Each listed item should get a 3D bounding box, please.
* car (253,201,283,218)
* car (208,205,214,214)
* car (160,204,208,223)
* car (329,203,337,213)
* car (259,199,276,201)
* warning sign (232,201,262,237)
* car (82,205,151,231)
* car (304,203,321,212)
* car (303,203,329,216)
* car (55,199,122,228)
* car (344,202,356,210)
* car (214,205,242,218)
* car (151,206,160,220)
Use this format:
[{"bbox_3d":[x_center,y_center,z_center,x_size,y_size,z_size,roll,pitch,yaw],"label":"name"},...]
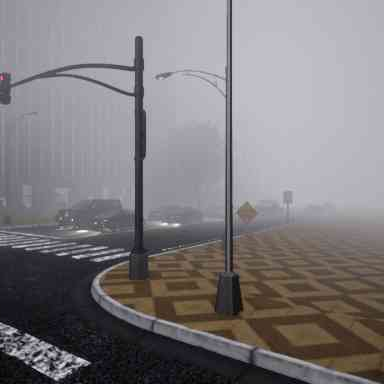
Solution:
[{"bbox_3d":[9.328,2.185,39.480,1.882,1.535,5.008,0,-1,33],"label":"car"},{"bbox_3d":[3.022,2.279,42.043,1.895,1.301,4.718,0,-1,32],"label":"car"},{"bbox_3d":[-0.648,2.033,30.321,1.994,1.385,4.181,0,-1,32],"label":"car"},{"bbox_3d":[21.757,2.537,53.031,1.837,1.490,4.892,0,-1,33],"label":"car"},{"bbox_3d":[10.650,2.064,47.846,2.150,2.045,5.566,0,-1,33],"label":"car"},{"bbox_3d":[3.069,1.454,18.572,1.300,1.860,1.060,1,1,33],"label":"warning sign"},{"bbox_3d":[-5.177,1.883,23.254,1.994,1.385,4.181,0,-1,32],"label":"car"},{"bbox_3d":[20.869,2.612,57.490,1.812,1.442,4.674,0,-1,33],"label":"car"},{"bbox_3d":[16.469,2.406,44.693,2.033,1.411,5.357,0,-1,33],"label":"car"},{"bbox_3d":[-7.627,1.547,25.450,2.150,2.045,5.566,0,-1,33],"label":"car"},{"bbox_3d":[31.409,2.770,65.976,1.801,1.575,5.366,0,-1,33],"label":"car"},{"bbox_3d":[4.809,2.251,38.816,1.895,1.301,4.718,0,-1,33],"label":"car"},{"bbox_3d":[-2.451,2.001,33.520,1.837,1.490,4.892,0,-1,33],"label":"car"}]
